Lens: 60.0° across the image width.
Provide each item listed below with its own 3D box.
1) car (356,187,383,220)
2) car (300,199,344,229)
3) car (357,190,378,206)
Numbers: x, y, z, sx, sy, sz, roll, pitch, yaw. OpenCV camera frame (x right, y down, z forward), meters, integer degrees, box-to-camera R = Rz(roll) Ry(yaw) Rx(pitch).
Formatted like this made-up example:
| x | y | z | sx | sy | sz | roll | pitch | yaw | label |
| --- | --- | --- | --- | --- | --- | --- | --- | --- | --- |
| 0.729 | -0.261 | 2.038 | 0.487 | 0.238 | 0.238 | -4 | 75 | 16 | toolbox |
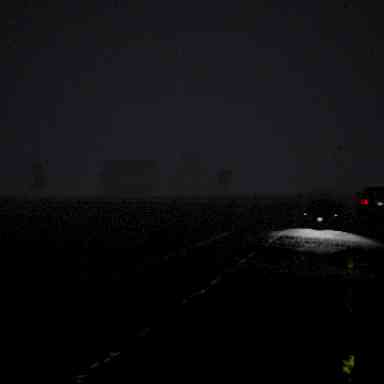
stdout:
| x | y | z | sx | sy | sz | roll | pitch | yaw | label |
| --- | --- | --- | --- | --- | --- | --- | --- | --- | --- |
| 11.723 | 0.677 | 21.043 | 2.150 | 2.045 | 5.566 | 1 | 2 | 26 | car |
| 7.010 | 1.083 | 17.791 | 1.994 | 1.385 | 4.181 | 1 | 2 | 26 | car |
| 18.878 | 0.558 | 35.936 | 1.882 | 1.535 | 5.008 | 1 | 2 | 26 | car |
